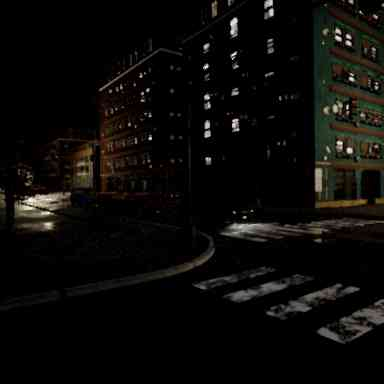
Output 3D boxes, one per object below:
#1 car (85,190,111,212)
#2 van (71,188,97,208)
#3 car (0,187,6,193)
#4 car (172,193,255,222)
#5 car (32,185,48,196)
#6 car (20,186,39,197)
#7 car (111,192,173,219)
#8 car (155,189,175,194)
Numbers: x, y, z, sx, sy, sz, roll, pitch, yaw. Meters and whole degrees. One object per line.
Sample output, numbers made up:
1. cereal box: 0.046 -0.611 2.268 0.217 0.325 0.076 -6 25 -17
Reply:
1. car: -6.645 0.785 26.365 1.887 1.381 4.507 0 1 -36
2. van: -9.988 0.476 30.961 1.690 1.788 3.998 0 1 -36
3. car: -43.436 -0.476 76.940 1.967 1.590 4.097 0 1 -36
4. car: 1.277 0.921 20.023 2.033 1.411 5.357 -1 2 -36
5. car: -27.189 -0.292 59.145 2.150 2.045 5.566 -1 2 -36
6. car: -26.714 0.190 53.954 1.802 1.307 4.206 0 1 -36
7. car: -3.365 0.892 21.726 1.887 1.381 4.507 0 1 -36
8. car: -3.248 0.413 35.937 1.967 1.590 4.097 0 1 -36
